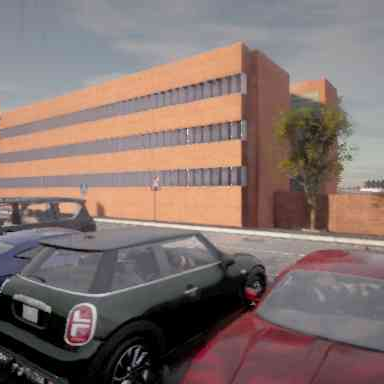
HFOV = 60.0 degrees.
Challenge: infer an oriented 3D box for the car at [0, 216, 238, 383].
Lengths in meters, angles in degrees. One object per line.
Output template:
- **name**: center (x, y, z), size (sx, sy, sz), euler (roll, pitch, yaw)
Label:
- **car**: center (-0.510, 1.332, 5.320), size (2.185, 1.767, 4.553), euler (0, 0, 36)

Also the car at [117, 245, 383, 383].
- **car**: center (1.811, 1.475, 3.708), size (2.097, 1.535, 5.008), euler (0, 0, 36)

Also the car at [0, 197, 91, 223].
- **car**: center (-5.106, 1.171, 8.606), size (2.435, 2.045, 5.566), euler (0, 0, 36)
